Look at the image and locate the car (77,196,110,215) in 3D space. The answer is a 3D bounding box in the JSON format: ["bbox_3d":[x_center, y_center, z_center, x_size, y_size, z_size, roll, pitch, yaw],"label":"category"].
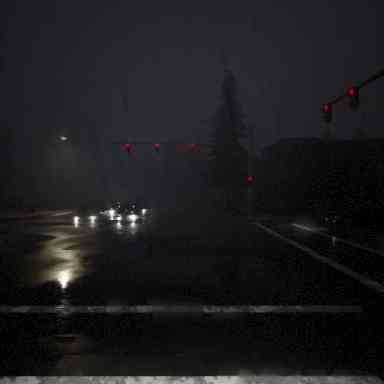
[{"bbox_3d":[-10.298,1.464,34.258,1.882,1.535,5.008,0,0,-1],"label":"car"}]

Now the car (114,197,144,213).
[{"bbox_3d":[-6.815,1.586,36.498,1.895,1.301,4.718,0,0,-1],"label":"car"}]

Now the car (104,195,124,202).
[{"bbox_3d":[-17.752,1.458,75.583,4.718,1.301,1.895,0,0,43],"label":"car"}]

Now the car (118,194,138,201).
[{"bbox_3d":[-14.936,1.344,77.733,4.902,1.511,2.128,0,0,43],"label":"car"}]

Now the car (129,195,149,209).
[{"bbox_3d":[-7.286,1.486,45.596,1.837,1.490,4.892,0,0,-6],"label":"car"}]

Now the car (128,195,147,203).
[{"bbox_3d":[-11.189,1.478,67.728,1.837,1.490,4.892,0,0,-35],"label":"car"}]

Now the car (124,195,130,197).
[{"bbox_3d":[-10.502,1.454,58.496,1.882,1.535,5.008,0,0,-23],"label":"car"}]

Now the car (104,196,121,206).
[{"bbox_3d":[-13.631,1.469,56.923,2.128,1.511,4.902,0,0,-23],"label":"car"}]

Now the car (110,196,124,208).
[{"bbox_3d":[-10.615,1.474,43.628,2.128,1.511,4.902,0,0,-4],"label":"car"}]

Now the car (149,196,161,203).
[{"bbox_3d":[-8.349,1.496,69.771,2.128,1.511,4.902,0,0,-35],"label":"car"}]

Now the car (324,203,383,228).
[{"bbox_3d":[11.028,1.496,21.271,4.892,1.490,1.837,0,0,0],"label":"car"}]
